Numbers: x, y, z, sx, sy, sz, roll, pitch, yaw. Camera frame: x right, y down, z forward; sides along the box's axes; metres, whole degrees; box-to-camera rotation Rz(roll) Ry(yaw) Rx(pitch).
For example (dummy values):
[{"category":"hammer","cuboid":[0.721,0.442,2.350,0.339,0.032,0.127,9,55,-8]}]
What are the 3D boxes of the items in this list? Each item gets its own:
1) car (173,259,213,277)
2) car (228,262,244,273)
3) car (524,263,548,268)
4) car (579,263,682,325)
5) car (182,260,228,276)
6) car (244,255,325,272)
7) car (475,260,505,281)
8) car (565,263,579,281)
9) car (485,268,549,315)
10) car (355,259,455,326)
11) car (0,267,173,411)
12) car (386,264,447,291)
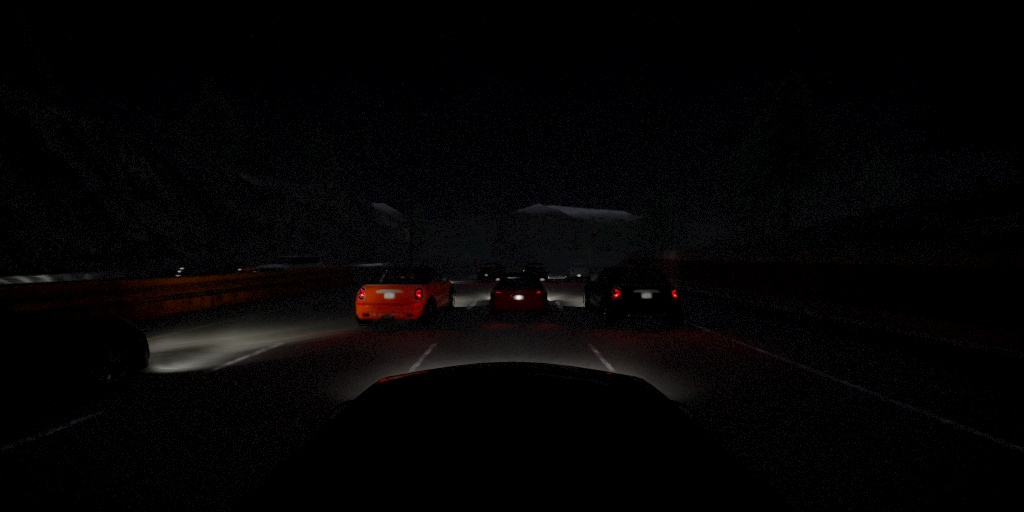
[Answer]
[{"category":"car","cuboid":[-26.455,1.087,30.040,2.097,1.767,4.553,0,0,8]},{"category":"car","cuboid":[-19.565,1.087,28.769,2.097,1.767,4.553,0,0,8]},{"category":"car","cuboid":[1.937,1.259,29.632,1.812,1.442,4.674,0,0,9]},{"category":"car","cuboid":[3.733,1.097,11.885,2.097,1.767,4.553,0,0,2]},{"category":"car","cuboid":[-23.089,1.240,28.936,1.837,1.490,4.892,0,0,8]},{"category":"car","cuboid":[-16.349,0.960,26.671,2.150,2.045,5.566,0,0,7]},{"category":"car","cuboid":[-1.612,1.260,29.557,1.812,1.442,4.674,0,0,9]},{"category":"car","cuboid":[5.470,1.259,29.591,1.812,1.442,4.674,0,0,9]},{"category":"car","cuboid":[0.306,1.307,13.560,1.994,1.385,4.181,0,0,3]},{"category":"car","cuboid":[-3.272,1.097,11.877,2.097,1.767,4.553,0,0,2]},{"category":"car","cuboid":[-6.901,1.100,3.866,2.097,1.767,4.553,0,0,0]},{"category":"car","cuboid":[-6.012,1.285,23.294,2.033,1.411,5.357,0,0,6]}]
